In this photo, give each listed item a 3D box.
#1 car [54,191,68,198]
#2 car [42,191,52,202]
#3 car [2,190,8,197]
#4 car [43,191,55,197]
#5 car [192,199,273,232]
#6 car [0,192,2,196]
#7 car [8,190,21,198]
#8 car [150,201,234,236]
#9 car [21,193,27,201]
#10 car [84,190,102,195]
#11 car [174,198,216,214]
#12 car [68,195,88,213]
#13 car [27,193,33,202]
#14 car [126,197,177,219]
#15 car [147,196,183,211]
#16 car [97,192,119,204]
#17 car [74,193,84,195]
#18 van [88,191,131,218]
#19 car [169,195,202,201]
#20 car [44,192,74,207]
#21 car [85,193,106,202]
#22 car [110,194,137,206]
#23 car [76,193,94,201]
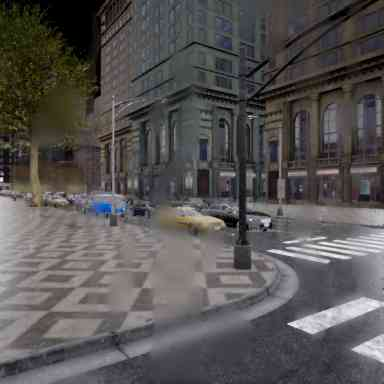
[{"bbox_3d":[-28.972,0.587,73.336,1.887,1.381,4.507,1,0,-35],"label":"car"},{"bbox_3d":[-19.723,0.992,45.476,2.008,1.369,4.403,1,0,-35],"label":"car"},{"bbox_3d":[-42.413,0.329,77.588,1.967,1.590,4.097,1,0,-35],"label":"car"},{"bbox_3d":[-35.455,0.471,82.510,1.802,1.307,4.206,1,0,-35],"label":"car"},{"bbox_3d":[2.369,1.370,18.796,2.128,1.511,4.902,0,1,-35],"label":"car"},{"bbox_3d":[-45.655,0.254,82.176,1.967,1.590,4.097,1,0,-35],"label":"car"},{"bbox_3d":[-35.929,0.483,68.413,1.967,1.590,4.097,1,0,-35],"label":"car"},{"bbox_3d":[-0.173,1.398,17.802,1.752,1.417,4.829,1,0,-35],"label":"car"},{"bbox_3d":[-26.207,0.830,54.651,2.008,1.369,4.403,1,0,-35],"label":"car"},{"bbox_3d":[-9.169,0.870,35.147,2.150,2.045,5.566,0,1,-35],"label":"car"},{"bbox_3d":[0.201,1.315,32.048,1.947,1.339,4.313,1,0,-35],"label":"car"},{"bbox_3d":[-9.998,1.230,31.709,2.008,1.369,4.403,1,0,-35],"label":"car"},{"bbox_3d":[-22.965,0.910,50.063,2.008,1.369,4.403,1,0,-35],"label":"car"},{"bbox_3d":[-3.353,1.338,26.905,1.994,1.385,4.181,0,1,-35],"label":"car"},{"bbox_3d":[-3.039,1.223,36.635,1.887,1.381,4.507,1,0,-35],"label":"car"},{"bbox_3d":[-12.763,0.880,50.401,1.967,1.590,4.097,1,0,-35],"label":"car"},{"bbox_3d":[-15.051,1.029,43.546,1.812,1.442,4.674,0,1,-34],"label":"car"},{"bbox_3d":[-6.754,1.091,27.120,1.690,1.788,3.998,1,0,-35],"label":"van"},{"bbox_3d":[-0.616,1.128,28.575,2.097,1.767,4.553,0,1,-35],"label":"car"},{"bbox_3d":[-16.384,1.051,40.749,1.752,1.417,4.829,1,0,-35],"label":"car"},{"bbox_3d":[-16.006,0.910,54.988,2.008,1.369,4.403,1,0,-35],"label":"car"},{"bbox_3d":[-9.524,1.073,45.814,2.008,1.369,4.403,1,0,-35],"label":"car"},{"bbox_3d":[-19.248,0.860,59.575,1.802,1.307,4.206,1,0,-35],"label":"car"}]
